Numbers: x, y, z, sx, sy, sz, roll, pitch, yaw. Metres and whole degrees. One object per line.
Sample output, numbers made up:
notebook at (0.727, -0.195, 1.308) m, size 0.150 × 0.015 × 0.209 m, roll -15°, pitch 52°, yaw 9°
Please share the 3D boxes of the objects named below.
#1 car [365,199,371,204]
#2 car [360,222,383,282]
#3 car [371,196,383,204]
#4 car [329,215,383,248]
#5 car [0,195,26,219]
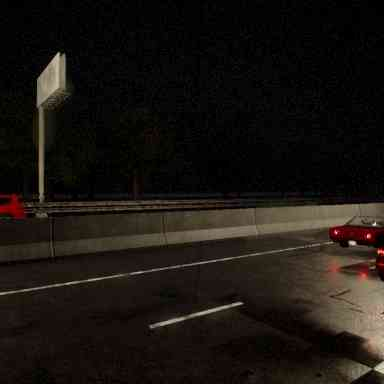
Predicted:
car at (28.021, 1.432, 50.038) m, size 4.892 × 1.490 × 1.837 m, roll 0°, pitch 0°, yaw -36°
car at (6.378, 1.527, 8.314) m, size 4.674 × 1.442 × 1.812 m, roll 0°, pitch 0°, yaw -35°
car at (26.598, 1.418, 44.713) m, size 5.008 × 1.535 × 1.882 m, roll 0°, pitch 0°, yaw -36°
car at (7.762, 1.602, 13.612) m, size 4.718 × 1.301 × 1.895 m, roll 0°, pitch 0°, yaw -35°
car at (-13.267, 1.221, 20.325) m, size 5.566 × 2.045 × 2.150 m, roll 0°, pitch 0°, yaw -36°
